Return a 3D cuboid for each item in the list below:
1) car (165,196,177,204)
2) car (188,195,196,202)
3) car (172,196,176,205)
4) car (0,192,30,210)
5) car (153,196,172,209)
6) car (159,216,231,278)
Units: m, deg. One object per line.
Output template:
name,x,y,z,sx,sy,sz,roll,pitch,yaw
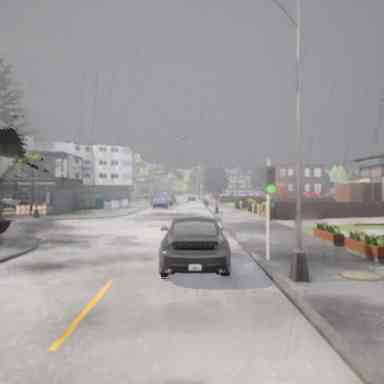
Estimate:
car,-4.053,1.464,64.596,2.128,1.511,4.902,0,0,0
car,-0.065,1.492,78.379,2.128,1.511,4.902,0,0,0
car,-4.116,1.454,54.166,1.882,1.535,5.008,0,0,0
car,-19.788,0.970,36.387,1.905,1.878,3.866,0,0,35
car,-4.132,1.458,44.753,1.882,1.535,5.008,0,0,0
car,0.075,1.500,10.128,1.837,1.490,4.892,0,0,0
